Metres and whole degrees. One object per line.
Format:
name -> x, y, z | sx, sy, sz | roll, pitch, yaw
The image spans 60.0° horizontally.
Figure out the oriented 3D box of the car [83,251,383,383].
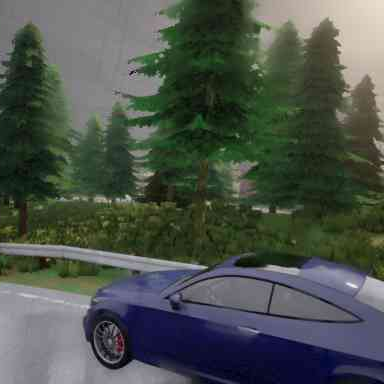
car -> 0.753, 1.499, 4.100 | 4.674, 1.442, 1.812 | 1, 1, 31
